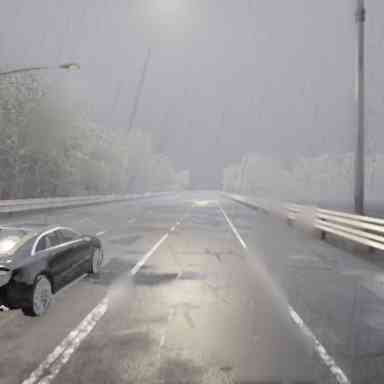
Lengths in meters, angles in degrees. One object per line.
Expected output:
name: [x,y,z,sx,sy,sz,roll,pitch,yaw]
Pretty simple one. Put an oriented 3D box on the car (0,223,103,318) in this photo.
car: [-3.476,1.437,7.326,2.128,1.511,4.902,0,0,3]
